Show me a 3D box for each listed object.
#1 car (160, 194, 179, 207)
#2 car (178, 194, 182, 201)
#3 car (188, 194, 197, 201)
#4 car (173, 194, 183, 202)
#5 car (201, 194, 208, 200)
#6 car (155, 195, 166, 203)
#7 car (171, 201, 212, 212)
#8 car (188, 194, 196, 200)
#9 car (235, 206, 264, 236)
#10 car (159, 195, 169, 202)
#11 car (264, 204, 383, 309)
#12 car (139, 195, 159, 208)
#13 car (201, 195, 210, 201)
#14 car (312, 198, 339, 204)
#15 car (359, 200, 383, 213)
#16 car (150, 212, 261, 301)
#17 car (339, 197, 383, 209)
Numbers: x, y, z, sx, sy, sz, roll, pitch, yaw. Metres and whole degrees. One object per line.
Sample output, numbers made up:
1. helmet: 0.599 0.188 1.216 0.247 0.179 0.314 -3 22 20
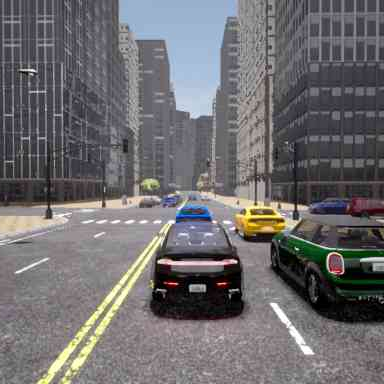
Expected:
1. car: -3.292 1.491 49.511 1.812 1.442 4.674 0 0 0
2. car: -3.269 1.519 58.255 1.994 1.385 4.181 0 0 1
3. car: 0.079 1.273 80.587 2.097 1.767 4.553 0 0 0
4. car: -3.176 1.286 77.134 2.097 1.767 4.553 0 0 0
5. car: 3.339 1.337 90.646 1.895 1.301 4.718 0 0 0
6. car: -6.443 1.448 67.990 1.837 1.490 4.892 0 0 0
7. car: 0.120 1.468 17.815 1.882 1.535 5.008 0 0 1
8. car: 0.088 1.267 90.620 2.128 1.511 4.902 0 0 0
9. car: 3.365 1.469 17.201 1.882 1.535 5.008 0 0 0
10. car: -6.425 1.482 77.969 1.994 1.385 4.181 0 0 0
11. car: 3.357 1.348 8.022 2.097 1.767 4.553 0 0 0
12. car: -6.538 1.513 49.082 2.033 1.411 5.357 0 0 0
13. car: 3.329 1.513 80.644 1.895 1.301 4.718 0 0 0
14. car: 14.692 1.448 35.204 4.553 1.767 2.097 0 1 1
15. car: 21.846 1.643 37.677 4.829 1.417 1.752 1 0 1
16. car: 0.105 1.488 8.310 2.128 1.511 4.902 0 0 0
17. car: 16.229 1.519 29.396 5.009 1.841 2.192 1 0 1
